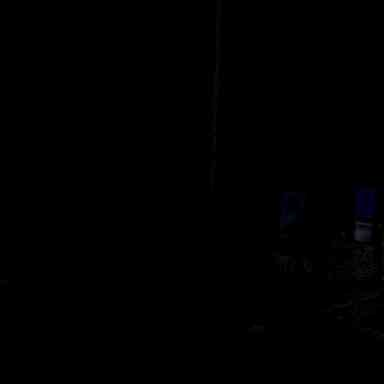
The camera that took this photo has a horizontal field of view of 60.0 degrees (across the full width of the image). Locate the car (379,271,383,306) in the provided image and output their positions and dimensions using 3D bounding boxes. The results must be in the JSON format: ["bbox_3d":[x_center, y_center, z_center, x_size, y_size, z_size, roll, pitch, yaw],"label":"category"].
[{"bbox_3d":[5.392,1.539,6.324,4.507,1.381,1.887,1,2,-32],"label":"car"}]
